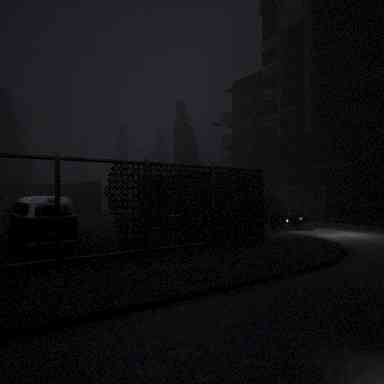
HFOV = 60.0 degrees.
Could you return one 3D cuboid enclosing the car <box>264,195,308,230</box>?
[{"bbox_3d":[4.775,1.222,21.774,2.150,2.045,5.566,0,0,-35],"label":"car"}]
